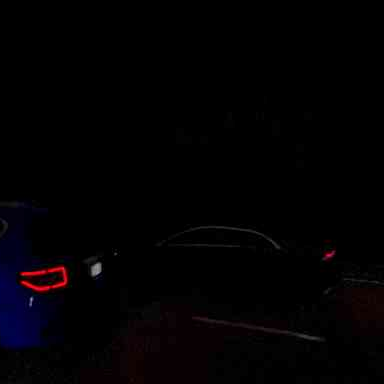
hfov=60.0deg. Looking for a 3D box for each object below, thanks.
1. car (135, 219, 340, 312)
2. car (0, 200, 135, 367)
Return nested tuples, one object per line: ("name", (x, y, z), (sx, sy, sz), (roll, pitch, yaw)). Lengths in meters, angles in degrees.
("car", (0.512, 1.341, 7.151), (4.902, 1.511, 2.128), (0, 1, 23))
("car", (-3.942, 1.167, 4.987), (5.566, 2.045, 2.150), (-1, 0, 10))
